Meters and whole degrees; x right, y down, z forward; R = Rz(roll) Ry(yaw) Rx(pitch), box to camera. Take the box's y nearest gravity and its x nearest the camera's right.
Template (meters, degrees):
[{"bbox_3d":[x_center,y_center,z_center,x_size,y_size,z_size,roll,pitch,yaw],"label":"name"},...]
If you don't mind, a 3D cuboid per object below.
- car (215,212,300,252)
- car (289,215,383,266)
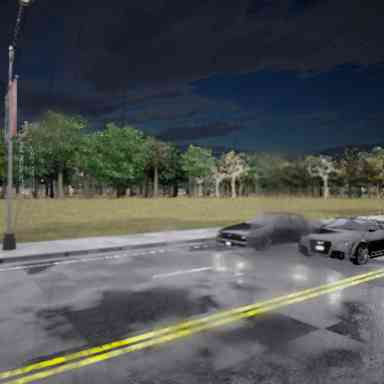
[{"bbox_3d":[3.545,1.579,14.201,5.357,1.411,2.033,0,0,-36],"label":"car"},{"bbox_3d":[5.686,1.596,11.734,4.181,1.385,1.994,0,0,-35],"label":"car"}]
